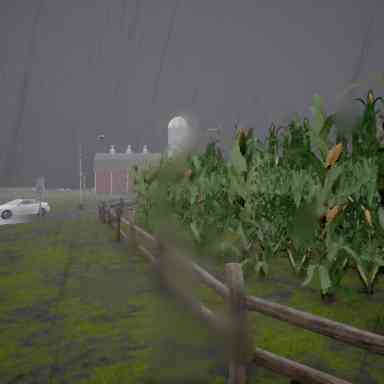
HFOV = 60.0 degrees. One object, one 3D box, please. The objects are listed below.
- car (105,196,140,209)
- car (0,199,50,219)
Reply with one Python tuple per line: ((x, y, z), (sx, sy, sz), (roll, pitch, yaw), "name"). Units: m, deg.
((-7.645, 1.116, 36.891), (1.994, 1.385, 4.181), (-1, 1, 28), "car")
((-13.662, 1.283, 26.491), (1.812, 1.442, 4.674), (-1, 1, 31), "car")
